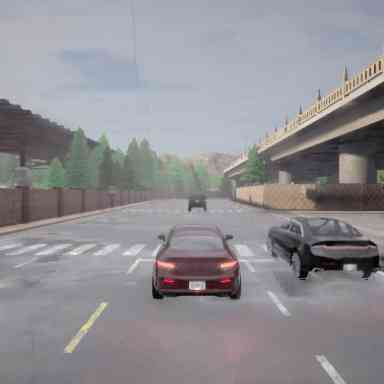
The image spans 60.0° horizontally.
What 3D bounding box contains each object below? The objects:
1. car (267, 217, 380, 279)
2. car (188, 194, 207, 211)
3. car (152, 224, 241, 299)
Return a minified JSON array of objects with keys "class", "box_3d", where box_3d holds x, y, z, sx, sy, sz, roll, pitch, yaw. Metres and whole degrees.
[{"class":"car","box_3d":[3.599,1.493,9.986,2.128,1.511,4.902,0,0,0]},{"class":"car","box_3d":[0.676,1.222,40.972,2.150,2.045,5.566,0,0,1]},{"class":"car","box_3d":[0.093,1.526,8.314,1.812,1.442,4.674,0,0,0]}]
